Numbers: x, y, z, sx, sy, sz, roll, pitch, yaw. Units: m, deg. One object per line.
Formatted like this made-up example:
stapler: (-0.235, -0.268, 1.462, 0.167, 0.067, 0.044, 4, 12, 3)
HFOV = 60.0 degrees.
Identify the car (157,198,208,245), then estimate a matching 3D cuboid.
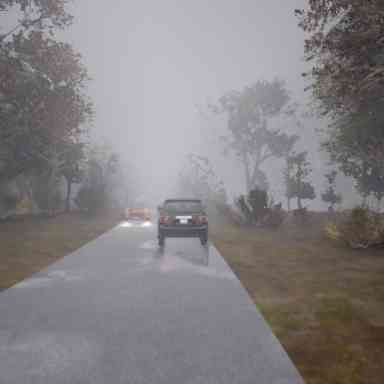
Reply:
car: (-0.509, 1.284, 16.034, 2.150, 2.045, 5.566, 0, 0, -4)

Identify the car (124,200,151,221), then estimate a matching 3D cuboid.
car: (-4.630, 1.524, 28.465, 2.097, 1.767, 4.553, 0, -1, -7)

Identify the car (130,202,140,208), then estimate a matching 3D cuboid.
car: (-12.019, 2.650, 69.725, 1.895, 1.301, 4.718, 1, -2, -12)

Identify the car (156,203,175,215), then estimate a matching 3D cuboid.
car: (-3.169, 1.965, 39.515, 1.895, 1.301, 4.718, 1, -1, -9)
